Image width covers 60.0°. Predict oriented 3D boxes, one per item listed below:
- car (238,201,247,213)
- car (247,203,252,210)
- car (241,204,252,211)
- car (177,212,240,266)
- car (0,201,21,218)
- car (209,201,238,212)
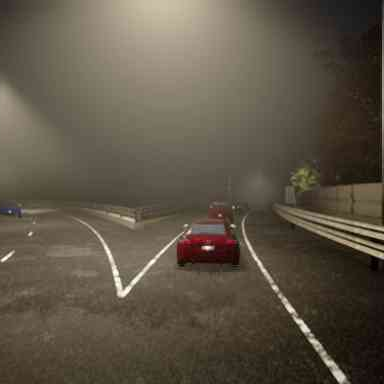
[{"bbox_3d":[5.359,1.857,41.470,2.033,1.411,5.357,0,-1,12],"label":"car"},{"bbox_3d":[10.145,2.744,64.507,1.882,1.535,5.008,0,-4,13],"label":"car"},{"bbox_3d":[11.751,3.271,71.360,1.895,1.301,4.718,0,-4,14],"label":"car"},{"bbox_3d":[0.617,1.640,11.865,1.994,1.385,4.181,0,0,4],"label":"car"},{"bbox_3d":[-17.981,1.679,32.735,1.882,1.535,5.008,0,0,-30],"label":"car"},{"bbox_3d":[2.526,1.653,27.546,1.882,1.535,5.008,0,-1,10],"label":"car"}]
